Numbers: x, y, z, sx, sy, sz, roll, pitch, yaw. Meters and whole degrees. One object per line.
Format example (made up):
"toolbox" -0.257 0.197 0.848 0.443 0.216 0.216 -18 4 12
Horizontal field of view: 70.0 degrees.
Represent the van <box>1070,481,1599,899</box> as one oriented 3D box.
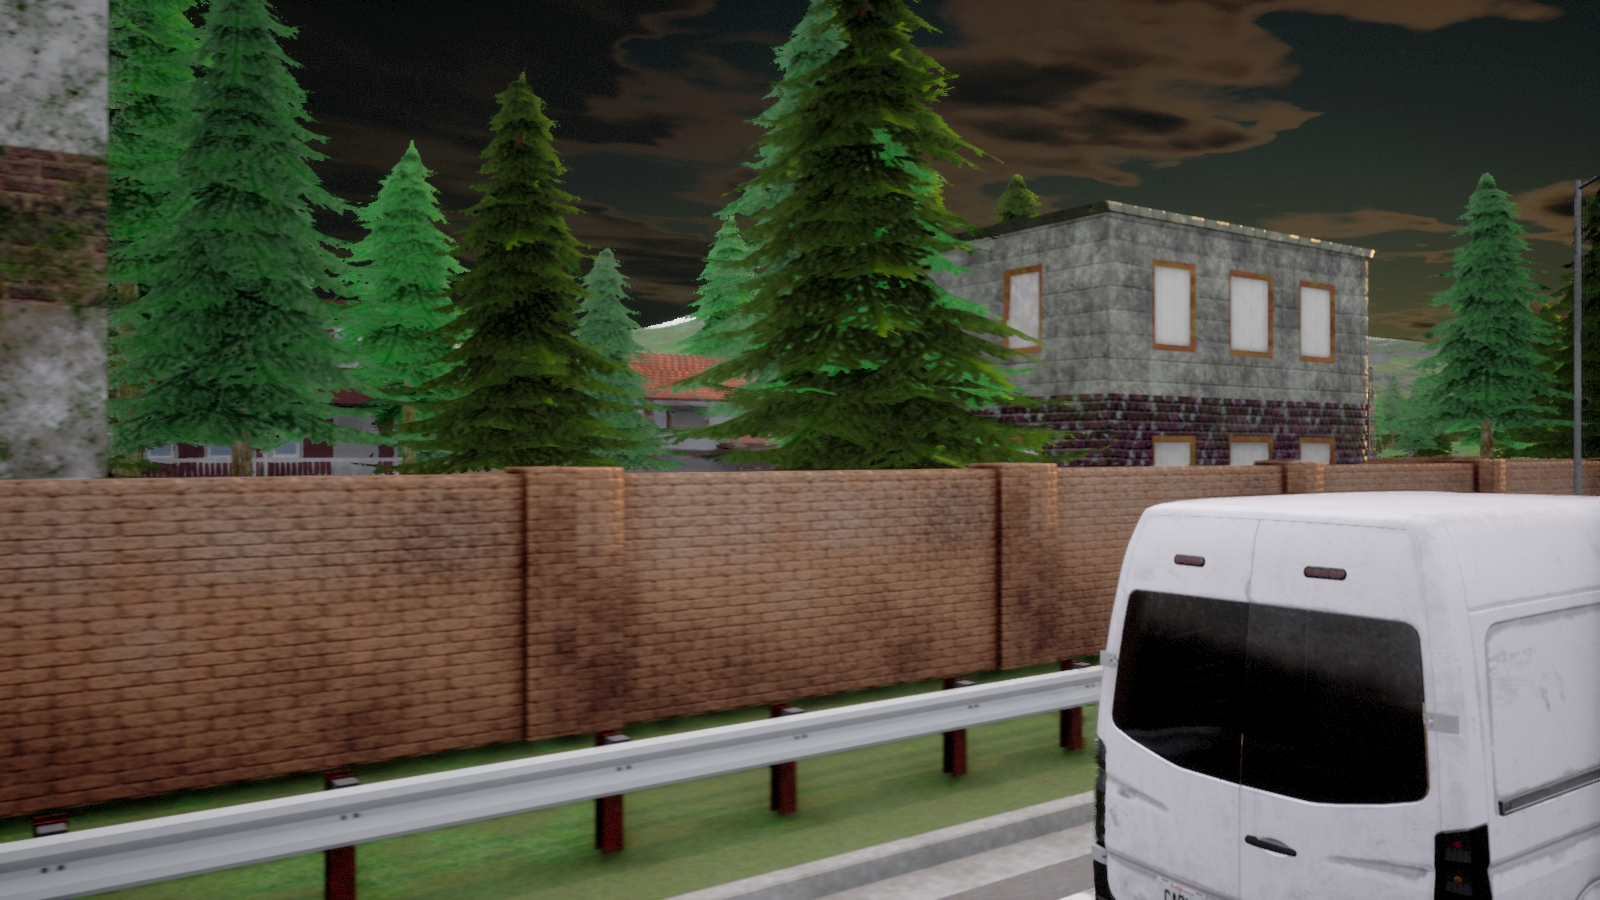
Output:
"van" 4.412 1.537 6.876 5.915 2.561 1.988 0 0 -35
